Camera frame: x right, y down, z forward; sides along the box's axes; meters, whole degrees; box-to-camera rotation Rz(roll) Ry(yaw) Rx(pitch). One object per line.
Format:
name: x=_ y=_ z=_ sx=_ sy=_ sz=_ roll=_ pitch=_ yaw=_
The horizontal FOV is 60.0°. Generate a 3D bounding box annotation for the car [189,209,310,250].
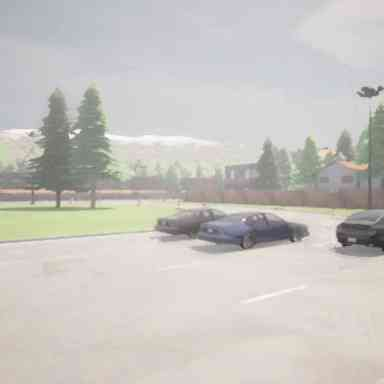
car: x=2.769 y=1.548 z=14.388 sx=5.357 sy=1.411 sz=2.033 roll=0 pitch=0 yaw=-35

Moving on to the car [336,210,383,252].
car: x=7.910 y=1.508 z=13.726 sx=4.892 sy=1.490 sz=1.837 roll=-1 pitch=0 yaw=-35

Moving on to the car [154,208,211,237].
car: x=0.685 y=1.548 z=17.317 sx=5.357 sy=1.411 sz=2.033 roll=0 pitch=0 yaw=-36
